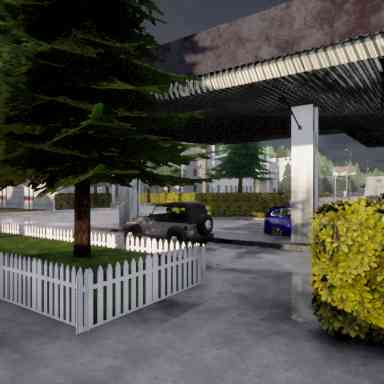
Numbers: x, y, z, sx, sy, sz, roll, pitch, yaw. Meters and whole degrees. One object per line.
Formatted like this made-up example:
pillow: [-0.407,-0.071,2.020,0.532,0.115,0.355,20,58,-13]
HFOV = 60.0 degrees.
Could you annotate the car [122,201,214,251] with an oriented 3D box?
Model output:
car: [-0.981,1.313,13.836,3.866,1.878,1.905,0,0,35]

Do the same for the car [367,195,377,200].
car: [33.036,1.298,60.262,2.007,1.523,4.514,0,0,35]

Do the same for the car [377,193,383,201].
car: [25.773,1.077,43.521,1.905,1.878,3.866,0,0,35]

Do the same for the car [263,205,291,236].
car: [5.820,1.480,15.985,4.611,1.667,2.242,0,0,35]
